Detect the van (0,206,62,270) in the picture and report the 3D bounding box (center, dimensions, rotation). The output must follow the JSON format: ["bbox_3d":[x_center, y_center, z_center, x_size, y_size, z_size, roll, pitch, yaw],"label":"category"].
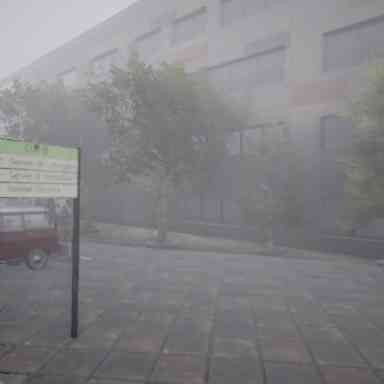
[{"bbox_3d":[-6.098,1.457,9.899,1.878,1.987,4.442,-2,-2,36],"label":"van"}]
